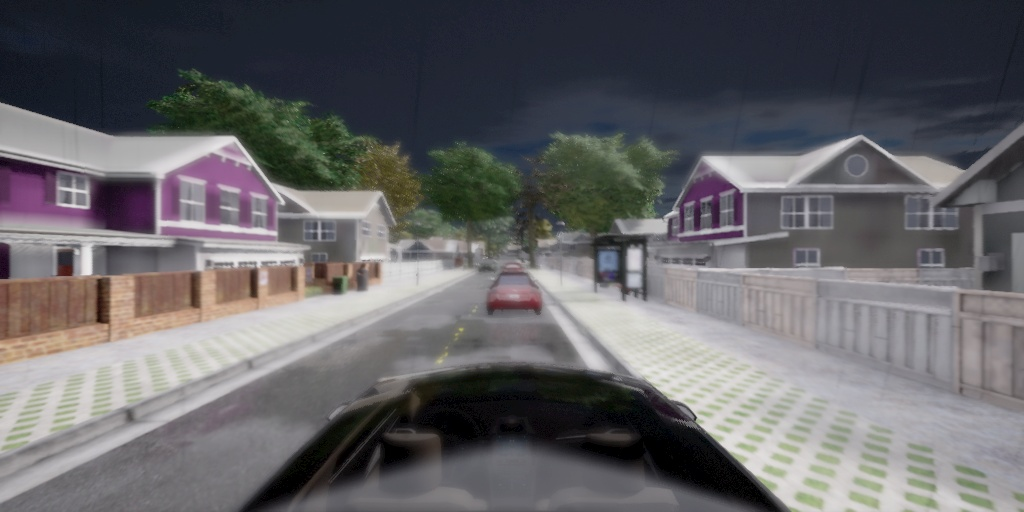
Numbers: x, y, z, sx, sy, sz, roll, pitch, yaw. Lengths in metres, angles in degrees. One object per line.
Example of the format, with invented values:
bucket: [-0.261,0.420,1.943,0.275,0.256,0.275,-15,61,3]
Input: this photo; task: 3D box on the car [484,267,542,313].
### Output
car: [0.084,1.312,13.919,1.994,1.385,4.181,0,0,0]

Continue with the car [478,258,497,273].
car: [-2.844,1.094,42.278,2.097,1.767,4.553,0,0,0]

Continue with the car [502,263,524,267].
car: [0.085,1.271,29.628,1.812,1.442,4.674,0,0,0]
